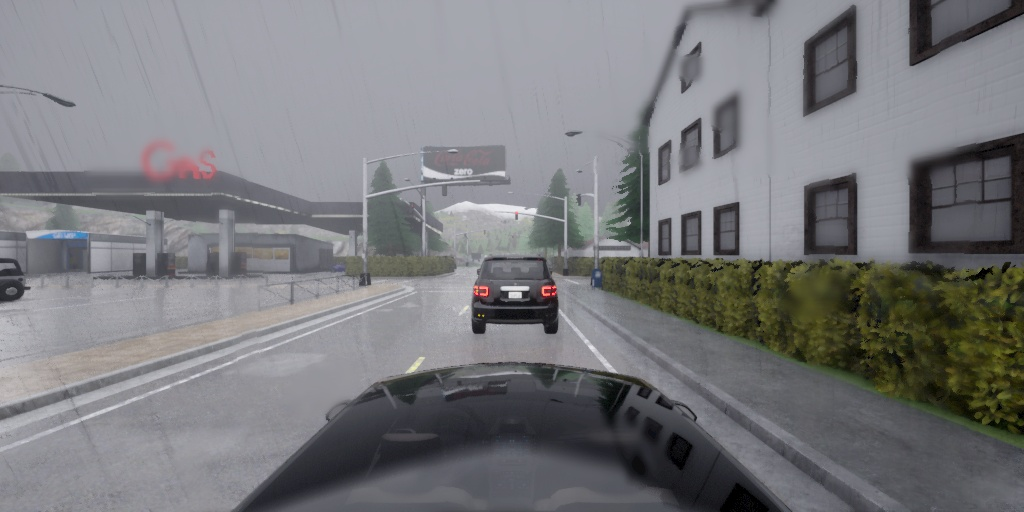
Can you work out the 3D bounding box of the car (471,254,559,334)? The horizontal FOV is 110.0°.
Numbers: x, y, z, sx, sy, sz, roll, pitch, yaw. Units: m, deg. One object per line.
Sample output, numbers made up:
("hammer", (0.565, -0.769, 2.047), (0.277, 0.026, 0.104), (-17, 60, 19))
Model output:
("car", (0.081, 0.971, 10.746), (2.150, 2.045, 5.566), (0, 0, 0))
